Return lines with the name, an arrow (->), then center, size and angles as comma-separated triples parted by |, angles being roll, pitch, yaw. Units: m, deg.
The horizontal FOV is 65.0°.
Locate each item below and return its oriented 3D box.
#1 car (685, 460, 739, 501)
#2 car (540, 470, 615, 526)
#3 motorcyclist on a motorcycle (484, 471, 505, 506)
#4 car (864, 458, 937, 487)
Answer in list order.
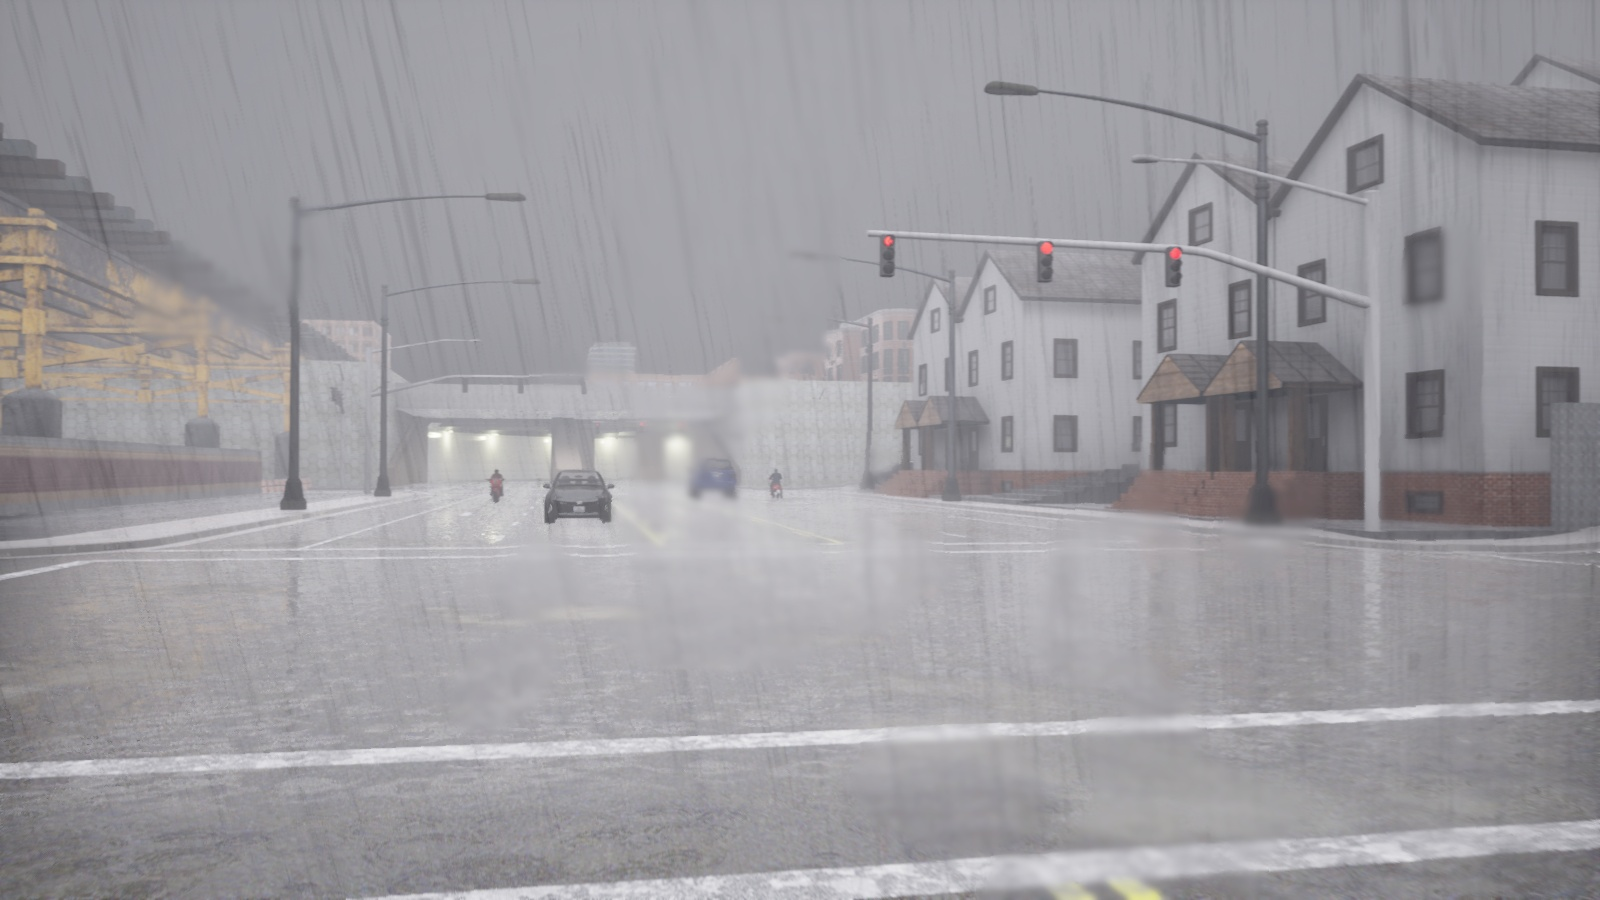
car -> -4.630, 1.547, 65.387 | 2.150, 2.045, 5.566 | 0, -1, -10
car -> -6.468, 1.342, 36.461 | 2.007, 1.525, 4.514 | 0, -1, -10
motorcyclist on a motorcycle -> -13.523, 1.700, 55.628 | 0.797, 1.523, 2.044 | 0, -1, -10
car -> 7.089, 1.581, 88.475 | 4.674, 1.442, 1.812 | -7, 0, -11
